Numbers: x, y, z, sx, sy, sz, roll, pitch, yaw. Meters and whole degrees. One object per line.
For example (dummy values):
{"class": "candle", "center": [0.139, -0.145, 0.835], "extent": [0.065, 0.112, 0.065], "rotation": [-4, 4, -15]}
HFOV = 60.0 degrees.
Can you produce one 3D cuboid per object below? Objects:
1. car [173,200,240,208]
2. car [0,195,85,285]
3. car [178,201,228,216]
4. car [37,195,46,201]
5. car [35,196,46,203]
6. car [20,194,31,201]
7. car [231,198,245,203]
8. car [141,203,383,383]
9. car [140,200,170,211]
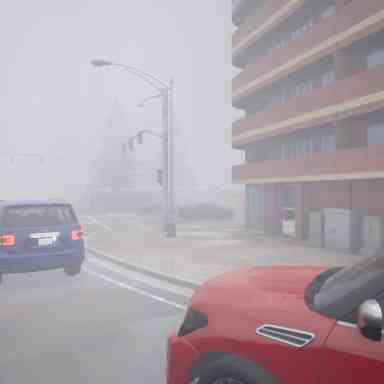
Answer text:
{"class": "car", "center": [1.161, 1.581, 26.446], "extent": [4.674, 1.442, 1.812], "rotation": [0, 0, -23]}
{"class": "car", "center": [-4.917, 1.221, 9.767], "extent": [2.150, 2.045, 5.566], "rotation": [0, 0, -36]}
{"class": "car", "center": [1.115, 1.656, 34.215], "extent": [4.718, 1.301, 1.895], "rotation": [0, 0, -23]}
{"class": "car", "center": [-37.309, 1.478, 82.452], "extent": [1.882, 1.535, 5.008], "rotation": [0, 0, -23]}
{"class": "car", "center": [-33.275, 1.540, 72.982], "extent": [2.033, 1.411, 5.357], "rotation": [0, 0, -23]}
{"class": "car", "center": [-40.482, 1.355, 80.970], "extent": [2.097, 1.767, 4.553], "rotation": [0, 0, -23]}
{"class": "car", "center": [5.178, 1.533, 39.703], "extent": [5.008, 1.535, 1.882], "rotation": [0, 0, -23]}
{"class": "car", "center": [2.392, 1.221, 2.420], "extent": [5.566, 2.045, 2.150], "rotation": [0, 0, 36]}
{"class": "car", "center": [-3.344, 1.581, 36.126], "extent": [4.674, 1.442, 1.812], "rotation": [0, 0, -23]}
